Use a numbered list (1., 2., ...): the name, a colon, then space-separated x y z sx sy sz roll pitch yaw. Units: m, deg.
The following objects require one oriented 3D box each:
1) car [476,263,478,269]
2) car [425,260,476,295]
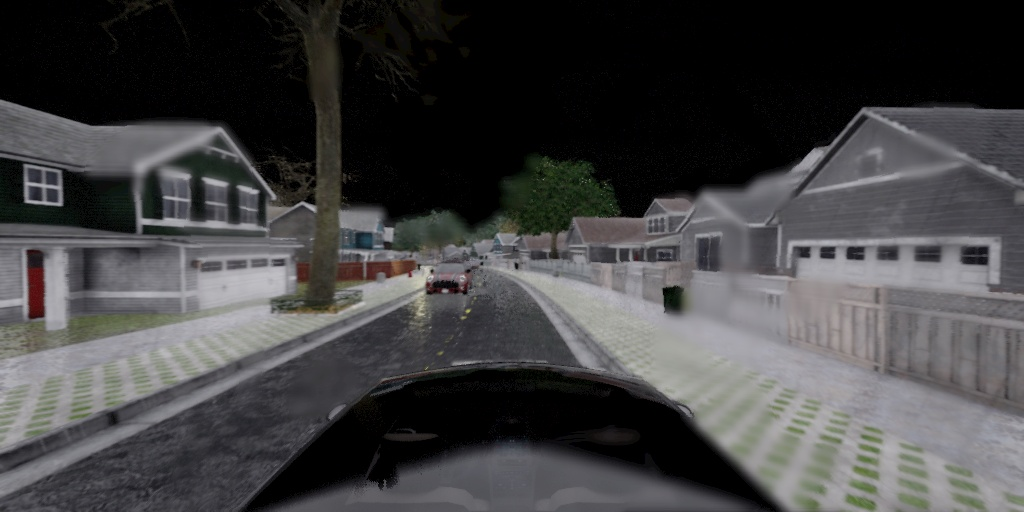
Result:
1. car: -4.823 1.275 35.934 2.128 1.511 4.902 0 0 -8
2. car: -3.282 1.092 19.430 2.097 1.767 4.553 0 0 -2
